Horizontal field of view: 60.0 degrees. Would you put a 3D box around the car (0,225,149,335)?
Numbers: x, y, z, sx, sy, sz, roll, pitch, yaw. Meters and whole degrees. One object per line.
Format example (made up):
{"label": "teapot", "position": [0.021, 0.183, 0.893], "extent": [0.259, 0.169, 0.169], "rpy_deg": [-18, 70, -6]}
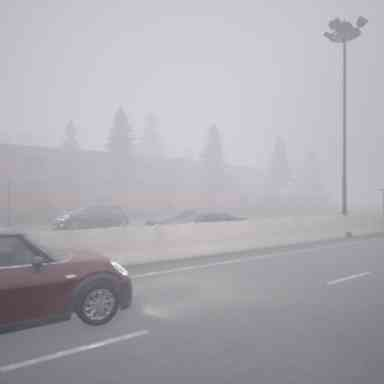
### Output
{"label": "car", "position": [-3.306, 1.391, 5.673], "extent": [4.553, 1.767, 2.097], "rpy_deg": [1, -1, -36]}

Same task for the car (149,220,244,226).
{"label": "car", "position": [0.688, 1.722, 17.437], "extent": [5.357, 1.411, 2.033], "rpy_deg": [1, -1, -36]}

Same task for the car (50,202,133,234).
{"label": "car", "position": [-6.304, 1.526, 21.027], "extent": [4.553, 1.767, 2.097], "rpy_deg": [1, -1, -36]}

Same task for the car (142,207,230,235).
{"label": "car", "position": [-0.307, 1.752, 21.036], "extent": [5.357, 1.411, 2.033], "rpy_deg": [1, -1, -36]}
